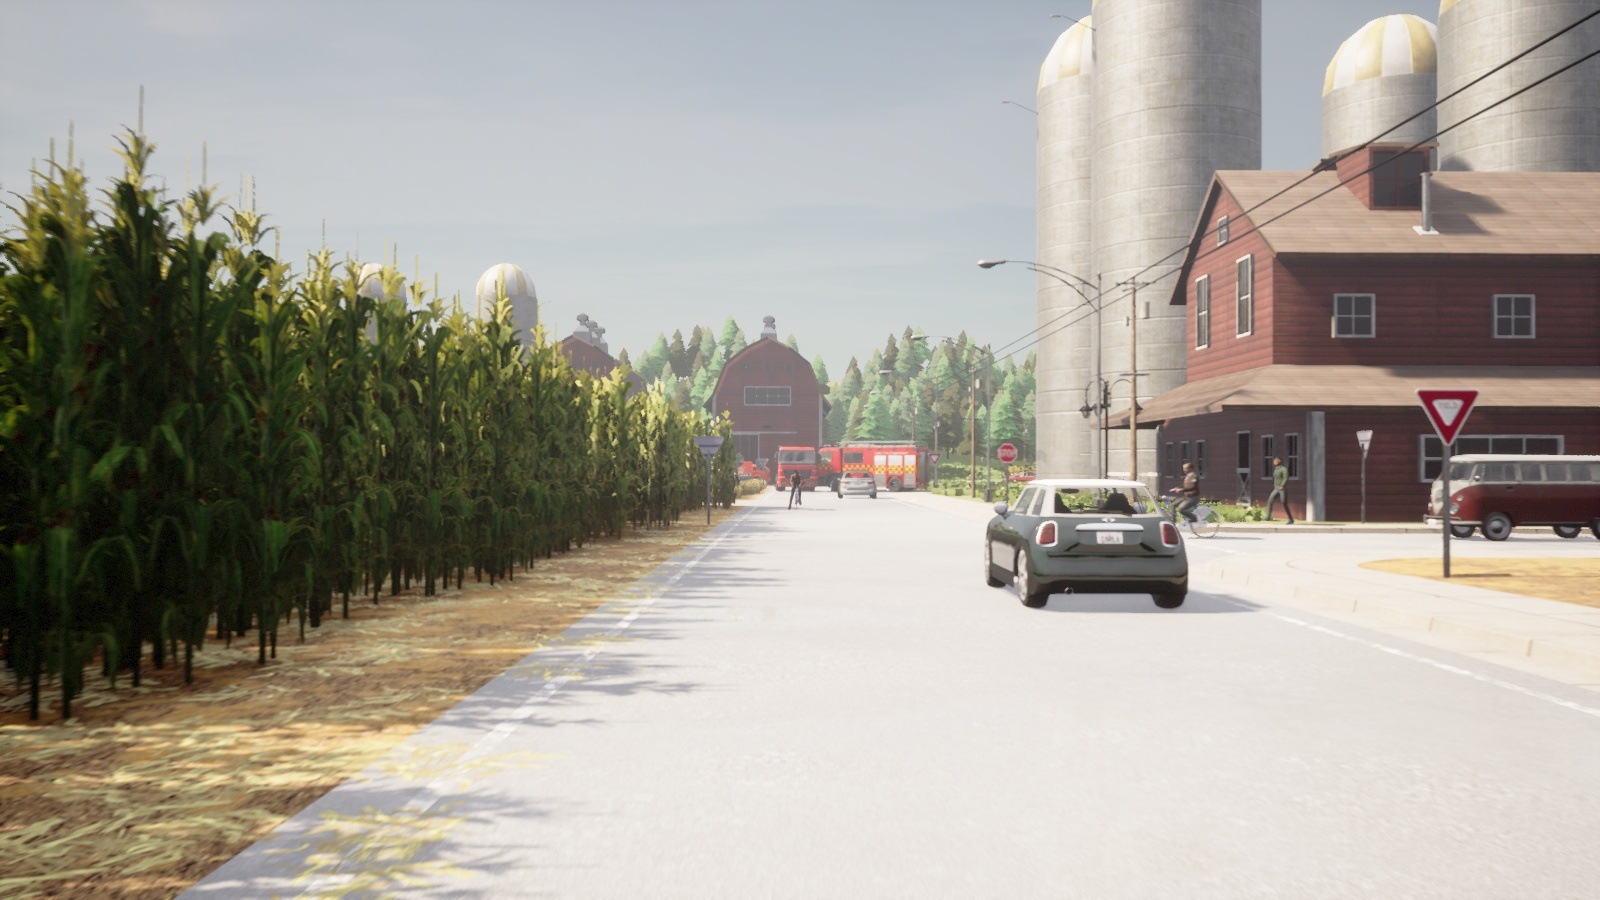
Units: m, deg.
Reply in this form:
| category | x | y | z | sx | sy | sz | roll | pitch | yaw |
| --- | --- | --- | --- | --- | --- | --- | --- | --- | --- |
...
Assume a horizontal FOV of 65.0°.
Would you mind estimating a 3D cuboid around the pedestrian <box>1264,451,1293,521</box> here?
| category | x | y | z | sx | sy | sz | roll | pitch | yaw |
| --- | --- | --- | --- | --- | --- | --- | --- | --- | --- |
| pedestrian | 12.721 | 0.958 | 33.392 | 0.614 | 1.847 | 0.353 | 0 | -1 | -19 |

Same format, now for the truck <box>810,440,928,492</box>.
| category | x | y | z | sx | sy | sz | roll | pitch | yaw |
| --- | --- | --- | --- | --- | --- | --- | --- | --- | --- |
| truck | 5.200 | 1.218 | 94.968 | 8.468 | 3.827 | 2.891 | -1 | -1 | 26 |

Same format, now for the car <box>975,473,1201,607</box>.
| category | x | y | z | sx | sy | sz | roll | pitch | yaw |
| --- | --- | --- | --- | --- | --- | --- | --- | --- | --- |
| car | 3.467 | 1.032 | 15.853 | 1.970 | 1.475 | 3.806 | 0 | -1 | 0 |

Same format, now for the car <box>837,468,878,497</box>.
| category | x | y | z | sx | sy | sz | roll | pitch | yaw |
| --- | --- | --- | --- | --- | --- | --- | --- | --- | --- |
| car | 3.298 | 1.864 | 72.778 | 2.242 | 1.667 | 4.611 | 0 | -1 | 1 |

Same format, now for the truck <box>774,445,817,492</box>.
| category | x | y | z | sx | sy | sz | roll | pitch | yaw |
| --- | --- | --- | --- | --- | --- | --- | --- | --- | --- |
| truck | -0.383 | 1.445 | 96.449 | 2.891 | 3.462 | 7.936 | 0 | -1 | -3 |

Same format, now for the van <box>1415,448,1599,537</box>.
| category | x | y | z | sx | sy | sz | roll | pitch | yaw |
| --- | --- | --- | --- | --- | --- | --- | --- | --- | --- |
| van | 17.002 | 0.960 | 29.247 | 4.442 | 1.987 | 1.775 | 0 | -1 | -1 |

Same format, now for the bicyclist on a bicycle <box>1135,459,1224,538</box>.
| category | x | y | z | sx | sy | sz | roll | pitch | yaw |
| --- | --- | --- | --- | --- | --- | --- | --- | --- | --- |
| bicyclist on a bicycle | 8.754 | 1.110 | 29.017 | 1.843 | 1.776 | 0.659 | 0 | -1 | -5 |
